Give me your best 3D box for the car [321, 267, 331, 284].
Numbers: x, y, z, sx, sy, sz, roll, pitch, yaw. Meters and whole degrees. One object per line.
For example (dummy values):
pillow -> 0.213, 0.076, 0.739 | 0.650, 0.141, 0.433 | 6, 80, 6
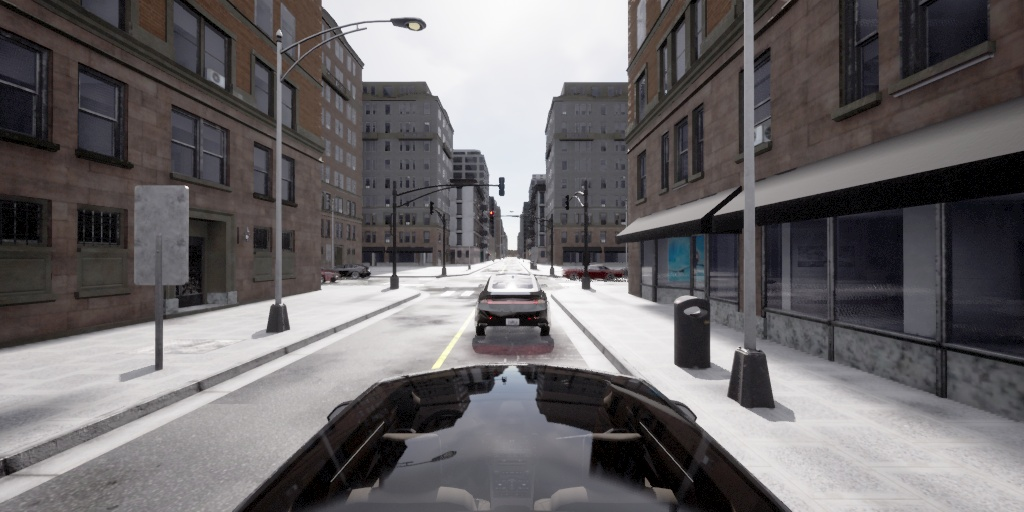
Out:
car -> -14.706, 1.289, 23.552 | 4.313, 1.339, 1.948 | 0, 0, 0

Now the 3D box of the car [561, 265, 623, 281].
car -> 6.375, 1.350, 28.959 | 4.718, 1.301, 1.895 | 0, 0, 0

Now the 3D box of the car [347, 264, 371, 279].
car -> -14.676, 1.330, 31.579 | 4.313, 1.339, 1.948 | 0, 0, 0

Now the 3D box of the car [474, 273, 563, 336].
car -> 0.025, 1.242, 10.362 | 2.128, 1.511, 4.902 | 0, 0, 0

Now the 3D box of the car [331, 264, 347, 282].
car -> -14.734, 1.300, 26.096 | 4.181, 1.385, 1.994 | 0, 0, 0
